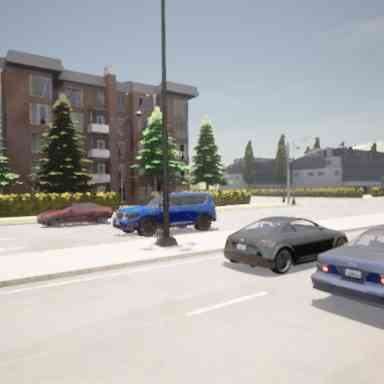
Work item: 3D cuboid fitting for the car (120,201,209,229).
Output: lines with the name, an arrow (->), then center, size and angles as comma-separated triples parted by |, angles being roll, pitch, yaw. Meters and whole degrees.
car -> -1.669, 1.361, 21.193 | 5.357, 1.411, 2.033 | -1, 1, -35

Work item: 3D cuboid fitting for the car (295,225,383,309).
car -> 4.837, 1.411, 7.199 | 5.357, 1.411, 2.033 | -1, 1, -35

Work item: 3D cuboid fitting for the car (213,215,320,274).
car -> 2.975, 1.424, 10.168 | 4.181, 1.385, 1.994 | -1, 1, -35

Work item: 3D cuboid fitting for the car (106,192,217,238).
car -> -1.236, 1.070, 17.209 | 5.566, 2.045, 2.150 | -1, 1, -35

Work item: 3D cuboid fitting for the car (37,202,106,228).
car -> -7.420, 1.418, 21.395 | 4.674, 1.442, 1.812 | -2, 1, -35
